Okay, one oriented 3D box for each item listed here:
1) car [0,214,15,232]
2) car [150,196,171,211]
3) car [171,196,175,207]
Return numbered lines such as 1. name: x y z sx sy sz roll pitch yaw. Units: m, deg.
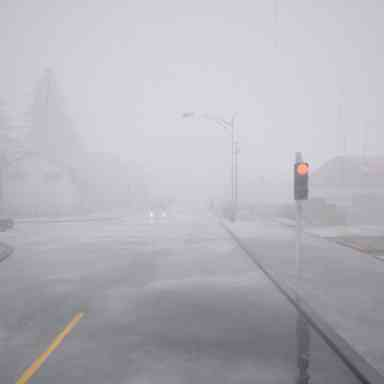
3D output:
1. car: -12.238 1.478 17.866 5.008 1.535 1.882 0 0 0
2. car: -4.093 1.505 41.611 1.837 1.490 4.892 0 0 0
3. car: -4.087 1.525 50.822 1.812 1.442 4.674 0 0 0
